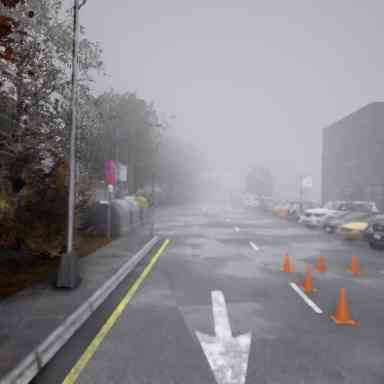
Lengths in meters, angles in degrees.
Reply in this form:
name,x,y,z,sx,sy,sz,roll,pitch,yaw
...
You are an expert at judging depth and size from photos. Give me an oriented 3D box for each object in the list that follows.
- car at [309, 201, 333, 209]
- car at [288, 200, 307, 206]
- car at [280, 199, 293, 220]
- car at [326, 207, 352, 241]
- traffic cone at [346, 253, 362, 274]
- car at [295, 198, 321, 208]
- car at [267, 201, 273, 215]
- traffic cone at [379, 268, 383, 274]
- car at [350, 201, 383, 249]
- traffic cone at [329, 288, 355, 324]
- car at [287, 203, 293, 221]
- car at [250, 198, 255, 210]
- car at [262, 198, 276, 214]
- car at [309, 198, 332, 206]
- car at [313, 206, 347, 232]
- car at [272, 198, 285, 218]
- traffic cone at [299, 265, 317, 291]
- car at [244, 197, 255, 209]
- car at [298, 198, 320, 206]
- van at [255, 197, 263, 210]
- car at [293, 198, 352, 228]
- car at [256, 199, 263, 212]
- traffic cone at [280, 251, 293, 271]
name,x,y,z,sx,sy,sz,roll,pitch,yaw
car,27.841,2.702,71.775,2.163,1.488,4.792,1,0,-20
car,28.068,2.845,88.721,2.163,1.488,4.792,2,-1,-19
car,10.524,1.782,29.148,4.553,1.767,2.185,2,-1,-18
car,9.957,1.811,17.087,5.366,1.575,1.946,2,0,-18
traffic cone,4.878,2.122,10.018,0.340,0.580,0.340,1,0,2
car,24.931,2.349,71.756,2.435,2.045,5.566,2,0,-19
car,10.759,1.999,35.152,4.674,1.452,2.002,2,0,-18
traffic cone,5.878,2.147,9.986,0.340,0.580,0.340,1,0,2
car,10.023,1.549,14.127,5.566,2.045,2.435,3,0,-18
traffic cone,2.751,2.051,6.085,0.340,0.580,0.340,1,0,2
car,10.421,1.915,26.135,4.792,1.488,2.163,2,0,-18
car,11.159,2.101,47.159,4.674,1.452,2.002,2,0,-18
car,10.898,1.859,38.159,4.553,1.767,2.185,2,0,-18
car,34.157,2.715,88.645,2.435,2.045,5.566,2,-1,-20
car,10.208,1.870,20.137,4.792,1.488,2.163,2,0,-18
car,10.628,1.807,32.148,4.553,1.767,2.185,2,-1,-18
traffic cone,2.815,2.063,8.084,0.340,0.580,0.340,1,0,2
car,11.073,2.077,50.105,5.366,1.575,1.946,2,0,-18
car,31.098,2.640,88.707,2.435,2.045,5.566,2,-1,-20
van,11.177,1.814,44.202,4.442,1.987,1.878,2,-1,-18
car,10.326,1.611,23.138,5.566,2.045,2.435,2,0,-18
car,10.953,2.009,41.160,5.008,1.535,2.097,2,-1,-18
traffic cone,2.880,2.074,10.083,0.340,0.580,0.340,1,0,2
